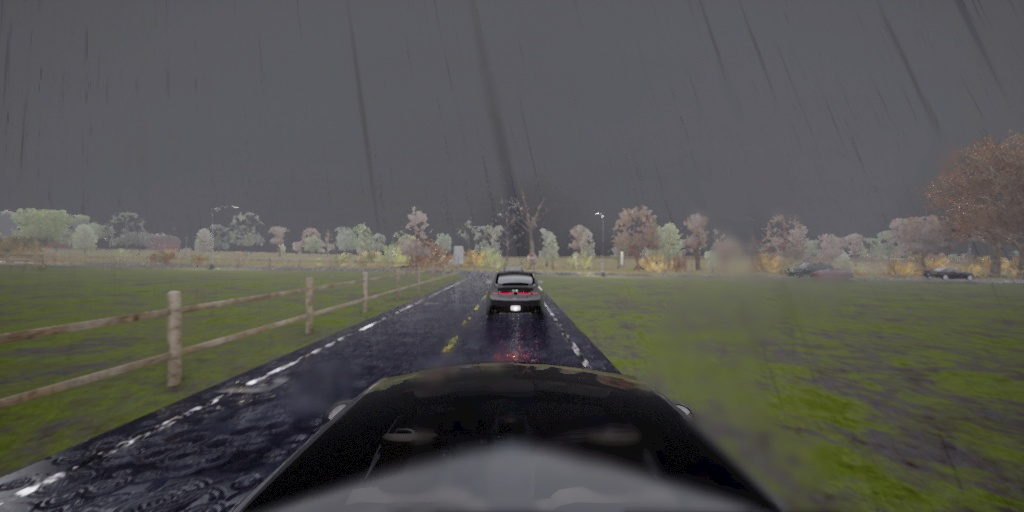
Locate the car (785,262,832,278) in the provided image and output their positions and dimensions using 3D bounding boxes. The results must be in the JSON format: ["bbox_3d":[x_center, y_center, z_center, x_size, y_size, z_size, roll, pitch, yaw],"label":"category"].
[{"bbox_3d":[39.575,1.816,47.682,5.566,2.045,2.150,1,1,1],"label":"car"}]

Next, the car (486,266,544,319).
[{"bbox_3d":[0.104,1.286,12.982,1.837,1.490,4.892,0,0,0],"label":"car"}]

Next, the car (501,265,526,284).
[{"bbox_3d":[0.106,1.429,28.626,1.895,1.301,4.718,0,0,0],"label":"car"}]

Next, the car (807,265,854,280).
[{"bbox_3d":[40.117,2.203,44.869,4.181,1.385,1.994,1,1,1],"label":"car"}]
